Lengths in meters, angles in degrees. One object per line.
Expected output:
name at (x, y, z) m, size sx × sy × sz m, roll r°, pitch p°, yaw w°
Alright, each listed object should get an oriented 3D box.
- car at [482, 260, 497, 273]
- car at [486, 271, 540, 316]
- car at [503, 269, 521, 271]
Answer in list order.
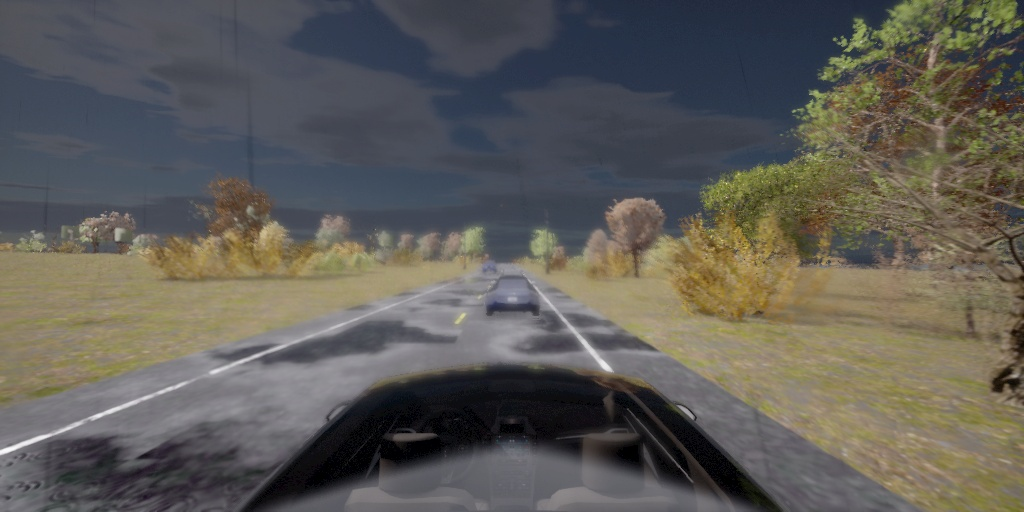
car at (-3.590, 1.740, 58.518) m, size 2.150 × 2.045 × 5.566 m, roll 0°, pitch -1°, yaw 0°
car at (0.040, 1.482, 14.365) m, size 1.994 × 1.385 × 4.181 m, roll 0°, pitch -1°, yaw 1°
car at (0.023, 1.707, 28.545) m, size 1.895 × 1.301 × 4.718 m, roll 0°, pitch -1°, yaw 1°
